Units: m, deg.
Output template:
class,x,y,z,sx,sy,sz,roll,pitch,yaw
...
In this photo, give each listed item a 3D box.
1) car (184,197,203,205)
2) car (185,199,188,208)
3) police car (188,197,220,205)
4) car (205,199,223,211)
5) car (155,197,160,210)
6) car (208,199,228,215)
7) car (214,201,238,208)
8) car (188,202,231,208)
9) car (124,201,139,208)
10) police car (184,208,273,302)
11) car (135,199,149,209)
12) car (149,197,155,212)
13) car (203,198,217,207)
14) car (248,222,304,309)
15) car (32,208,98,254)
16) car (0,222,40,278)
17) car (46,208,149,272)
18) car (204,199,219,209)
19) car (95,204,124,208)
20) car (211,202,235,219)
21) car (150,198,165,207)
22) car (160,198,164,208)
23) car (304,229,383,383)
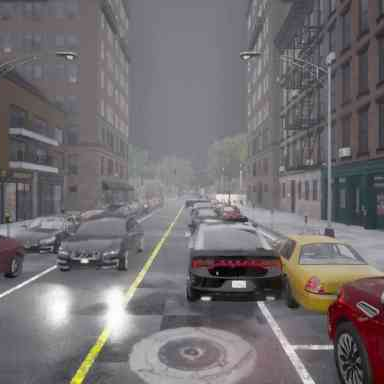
class,x,y,z,sx,sy,sz,roll,pitch,yaw
car,0.361,1.590,59.775,1.994,1.385,4.181,0,0,23
car,0.072,1.493,47.125,1.882,1.535,5.008,0,0,1
police car,0.850,1.426,24.465,1.930,1.638,5.238,0,0,0
car,2.678,1.554,40.614,1.887,1.381,4.507,0,0,0
car,-5.347,1.535,40.449,1.752,1.417,4.829,0,0,0
car,2.673,1.531,35.266,1.752,1.417,4.829,0,0,0
car,2.663,1.583,24.059,1.802,1.307,4.206,0,0,0
car,0.844,1.526,18.355,1.812,1.442,4.674,0,0,0
car,-5.362,1.567,24.063,1.947,1.339,4.313,0,0,0
police car,0.834,1.425,8.465,1.930,1.638,5.238,0,0,0
car,-5.357,1.553,29.581,2.008,1.369,4.403,0,0,0
car,-5.352,1.446,35.100,1.967,1.590,4.097,0,0,0
car,2.689,1.585,51.650,1.947,1.339,4.313,0,0,0
car,2.642,1.525,7.672,1.752,1.417,4.829,0,0,0
car,-5.373,1.551,13.025,2.008,1.369,4.403,0,0,0
car,-5.379,1.582,7.506,1.802,1.307,4.206,0,0,0
car,-2.736,1.505,10.914,1.837,1.490,4.892,0,0,0
car,2.684,1.596,46.132,1.802,1.307,4.206,0,0,0
car,-5.368,1.545,18.544,1.887,1.381,4.507,0,0,0
car,2.668,1.584,29.577,1.802,1.307,4.206,0,0,0
car,-5.336,1.601,51.657,1.802,1.307,4.206,0,0,0
car,-5.341,1.454,46.138,1.967,1.590,4.097,0,0,0
car,2.641,1.315,1.986,2.192,1.841,5.009,0,0,0
